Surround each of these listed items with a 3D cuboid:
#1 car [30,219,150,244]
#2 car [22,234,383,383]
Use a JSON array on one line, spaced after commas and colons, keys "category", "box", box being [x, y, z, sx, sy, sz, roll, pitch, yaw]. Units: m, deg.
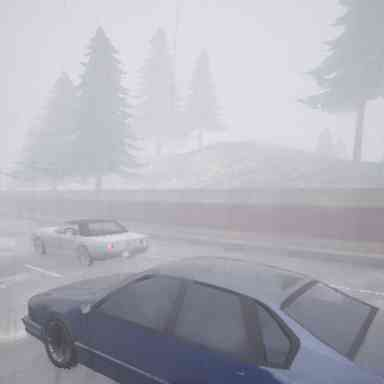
[{"category": "car", "box": [-3.690, 1.601, 11.515, 4.718, 1.301, 1.895, 0, 0, 40]}, {"category": "car", "box": [0.155, 1.547, 3.958, 5.357, 1.411, 2.033, 0, 0, 36]}]
